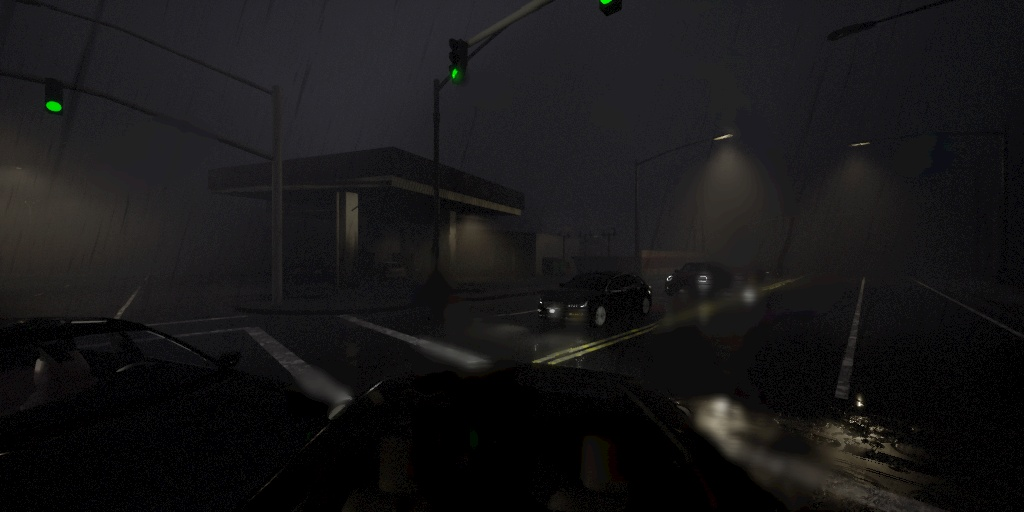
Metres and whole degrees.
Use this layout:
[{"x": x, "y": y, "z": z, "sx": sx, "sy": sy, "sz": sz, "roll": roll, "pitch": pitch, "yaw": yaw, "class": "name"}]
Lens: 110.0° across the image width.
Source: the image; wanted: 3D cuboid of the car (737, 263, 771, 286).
[{"x": 16.523, "y": 1.314, "z": 25.339, "sx": 1.994, "sy": 1.385, "sz": 4.181, "roll": 0, "pitch": 0, "yaw": 44, "class": "car"}]

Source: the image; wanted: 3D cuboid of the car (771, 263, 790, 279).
[{"x": 23.622, "y": 1.314, "z": 32.427, "sx": 4.181, "sy": 1.385, "sz": 1.994, "roll": 0, "pitch": 0, "yaw": -45, "class": "car"}]

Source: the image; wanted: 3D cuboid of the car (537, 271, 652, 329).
[{"x": 2.825, "y": 1.255, "z": 11.516, "sx": 1.837, "sy": 1.490, "sz": 4.892, "roll": 0, "pitch": 0, "yaw": 44, "class": "car"}]

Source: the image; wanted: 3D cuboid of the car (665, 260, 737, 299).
[{"x": 9.630, "y": 1.102, "z": 18.395, "sx": 2.097, "sy": 1.767, "sz": 4.553, "roll": 0, "pitch": 0, "yaw": 45, "class": "car"}]

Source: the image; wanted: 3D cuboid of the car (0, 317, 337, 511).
[{"x": -3.433, "y": 1.242, "z": 2.467, "sx": 4.902, "sy": 1.511, "sz": 2.128, "roll": 0, "pitch": 0, "yaw": 15, "class": "car"}]
